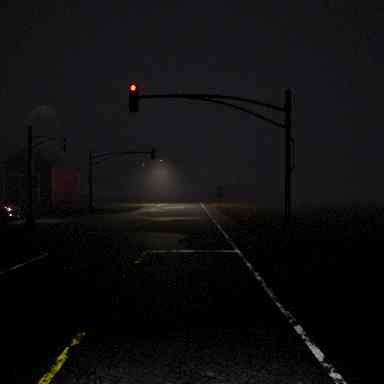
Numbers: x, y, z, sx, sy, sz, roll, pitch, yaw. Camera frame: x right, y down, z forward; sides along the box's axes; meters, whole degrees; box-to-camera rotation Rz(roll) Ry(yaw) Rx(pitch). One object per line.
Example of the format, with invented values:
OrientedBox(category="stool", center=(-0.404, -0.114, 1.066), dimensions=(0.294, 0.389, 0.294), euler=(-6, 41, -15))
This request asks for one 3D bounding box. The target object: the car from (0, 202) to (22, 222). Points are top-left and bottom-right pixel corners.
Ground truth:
OrientedBox(category="car", center=(-15.201, 1.221, 24.714), dimensions=(4.553, 1.767, 2.097), euler=(1, 0, -5))
